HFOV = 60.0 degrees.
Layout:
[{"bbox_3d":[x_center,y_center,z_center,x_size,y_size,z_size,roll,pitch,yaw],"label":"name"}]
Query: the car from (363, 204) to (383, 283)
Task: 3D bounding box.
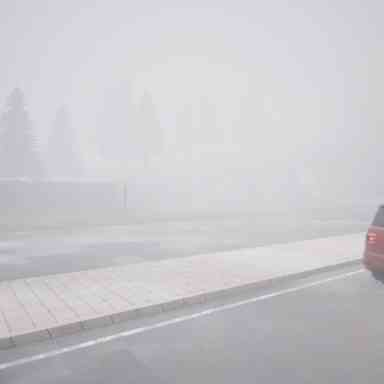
[{"bbox_3d":[6.563,1.222,8.428,5.566,2.045,2.150,0,0,-36],"label":"car"}]
